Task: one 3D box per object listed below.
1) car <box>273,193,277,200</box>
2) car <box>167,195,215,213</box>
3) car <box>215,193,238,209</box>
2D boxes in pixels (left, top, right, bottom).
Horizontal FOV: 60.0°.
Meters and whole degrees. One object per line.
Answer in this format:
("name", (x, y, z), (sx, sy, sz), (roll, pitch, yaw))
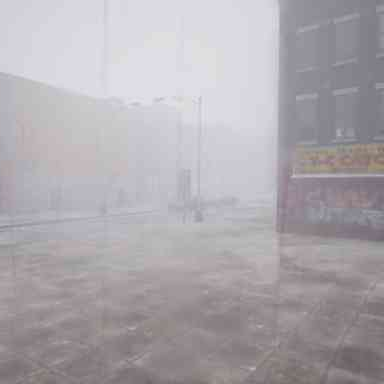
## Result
("car", (12.640, 0.468, 46.176), (1.802, 1.307, 4.206), (3, 3, 36))
("car", (-0.270, 0.968, 28.210), (1.947, 1.339, 4.313), (3, 3, 36))
("car", (2.958, 0.817, 32.701), (1.887, 1.381, 4.507), (3, 3, 36))
